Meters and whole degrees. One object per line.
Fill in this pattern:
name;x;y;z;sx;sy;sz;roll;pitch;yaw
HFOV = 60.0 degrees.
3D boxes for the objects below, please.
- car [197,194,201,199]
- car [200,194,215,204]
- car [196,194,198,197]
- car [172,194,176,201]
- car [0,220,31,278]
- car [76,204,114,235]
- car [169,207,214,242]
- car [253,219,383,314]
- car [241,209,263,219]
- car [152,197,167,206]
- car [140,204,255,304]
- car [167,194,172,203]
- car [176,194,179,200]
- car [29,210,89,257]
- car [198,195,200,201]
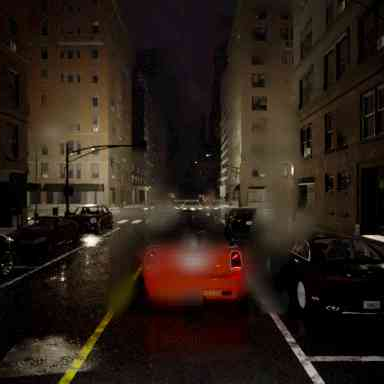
car;2.841;1.523;77.176;1.967;1.590;4.097;0;0;0
car;2.827;1.475;55.540;1.967;1.590;4.097;0;0;0
car;2.848;1.559;87.994;1.967;1.590;4.097;0;0;0
car;-5.680;1.625;82.416;1.752;1.417;4.829;0;0;0
car;-5.677;1.566;7.438;1.947;1.339;4.313;0;0;0
car;-5.690;1.440;18.441;1.967;1.590;4.097;0;0;0
car;-0.015;1.564;16.963;1.994;1.385;4.181;0;0;0
car;2.848;1.550;7.448;2.008;1.369;4.403;0;0;0
car;2.836;1.566;18.450;1.947;1.339;4.313;0;0;0
car;-5.697;1.617;55.544;1.802;1.307;4.206;0;0;0
car;0.054;1.352;8.309;2.097;1.767;4.553;0;0;0
car;-5.690;1.606;66.361;2.008;1.369;4.403;0;0;0
car;-5.673;1.455;93.404;2.192;1.841;5.009;0;0;0
car;-5.684;1.582;12.939;1.802;1.307;4.206;0;0;0
car;2.835;1.605;66.358;2.008;1.369;4.403;0;0;0
